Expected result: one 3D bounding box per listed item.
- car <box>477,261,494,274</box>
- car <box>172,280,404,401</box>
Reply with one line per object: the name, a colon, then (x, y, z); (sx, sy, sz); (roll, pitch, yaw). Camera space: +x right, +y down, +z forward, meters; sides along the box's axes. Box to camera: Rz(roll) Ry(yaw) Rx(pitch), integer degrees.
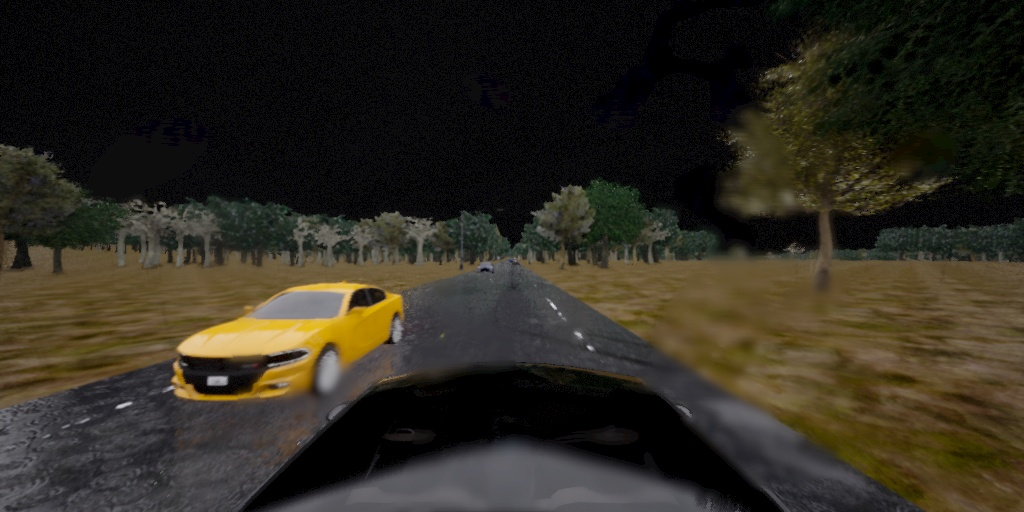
car: (-3.551, 1.501, 49.388); (2.097, 1.767, 4.553); (0, 0, 0)
car: (-3.599, 1.273, 6.884); (1.882, 1.535, 5.008); (0, 0, 0)
